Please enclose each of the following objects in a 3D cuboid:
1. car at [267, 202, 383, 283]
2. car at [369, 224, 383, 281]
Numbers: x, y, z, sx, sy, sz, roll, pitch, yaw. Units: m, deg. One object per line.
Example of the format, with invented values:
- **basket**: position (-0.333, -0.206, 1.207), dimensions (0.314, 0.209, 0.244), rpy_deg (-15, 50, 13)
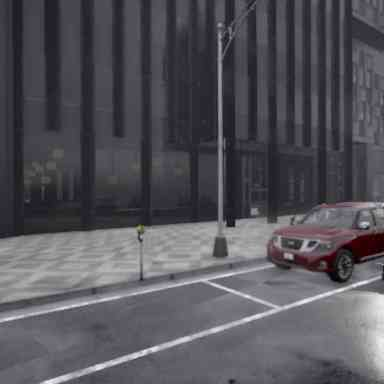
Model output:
- **car**: position (4.439, 1.255, 9.691), dimensions (5.009, 1.841, 2.192), rpy_deg (0, 0, -35)
- **car**: position (6.327, 1.500, 7.885), dimensions (4.181, 1.385, 1.994), rpy_deg (0, 0, -35)
